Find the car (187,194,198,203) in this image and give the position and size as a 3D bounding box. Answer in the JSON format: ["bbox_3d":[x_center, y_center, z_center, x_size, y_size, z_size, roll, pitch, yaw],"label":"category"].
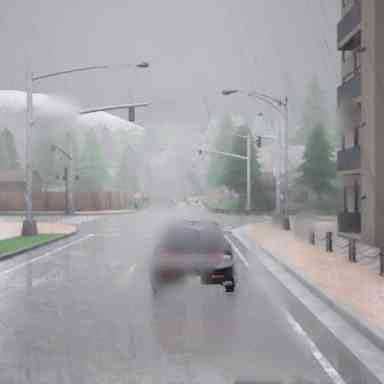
[{"bbox_3d":[0.071,1.342,69.964,2.150,2.045,5.566,0,0,0],"label":"car"}]

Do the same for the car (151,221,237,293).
[{"bbox_3d":[0.053,1.508,8.888,2.128,1.511,4.902,0,0,0],"label":"car"}]

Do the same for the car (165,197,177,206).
[{"bbox_3d":[-3.603,1.625,57.862,1.812,1.442,4.674,0,0,0],"label":"car"}]

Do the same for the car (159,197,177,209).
[{"bbox_3d":[-3.611,1.574,47.760,2.128,1.511,4.902,0,0,0],"label":"car"}]
